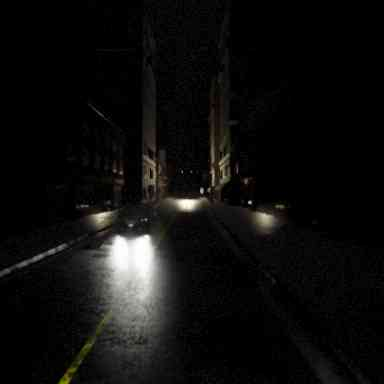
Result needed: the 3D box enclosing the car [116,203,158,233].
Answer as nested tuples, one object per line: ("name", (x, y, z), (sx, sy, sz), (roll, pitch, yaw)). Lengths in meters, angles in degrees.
("car", (-3.096, 1.423, 19.312), (2.128, 1.511, 4.902), (0, 0, 0))
